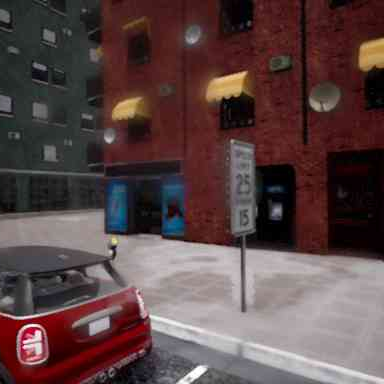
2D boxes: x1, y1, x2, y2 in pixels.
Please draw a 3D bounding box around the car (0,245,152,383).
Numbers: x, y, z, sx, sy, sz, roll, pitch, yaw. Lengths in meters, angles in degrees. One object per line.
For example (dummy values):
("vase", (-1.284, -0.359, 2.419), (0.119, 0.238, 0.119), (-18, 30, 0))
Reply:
("car", (-2.578, 1.487, 4.715), (4.097, 1.590, 1.967), (-1, -1, 35))
